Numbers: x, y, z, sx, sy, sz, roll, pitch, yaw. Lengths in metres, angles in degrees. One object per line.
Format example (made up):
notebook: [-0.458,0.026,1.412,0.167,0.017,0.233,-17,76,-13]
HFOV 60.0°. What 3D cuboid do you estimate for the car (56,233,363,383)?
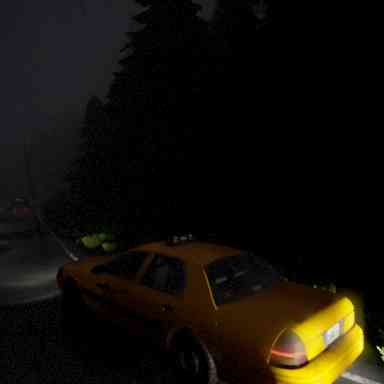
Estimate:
car: [-0.358,1.414,5.240,1.801,1.575,5.366,-1,1,-45]

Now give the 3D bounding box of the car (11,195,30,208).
car: [-20.822,1.069,40.458,2.128,1.511,4.902,-2,2,-26]
